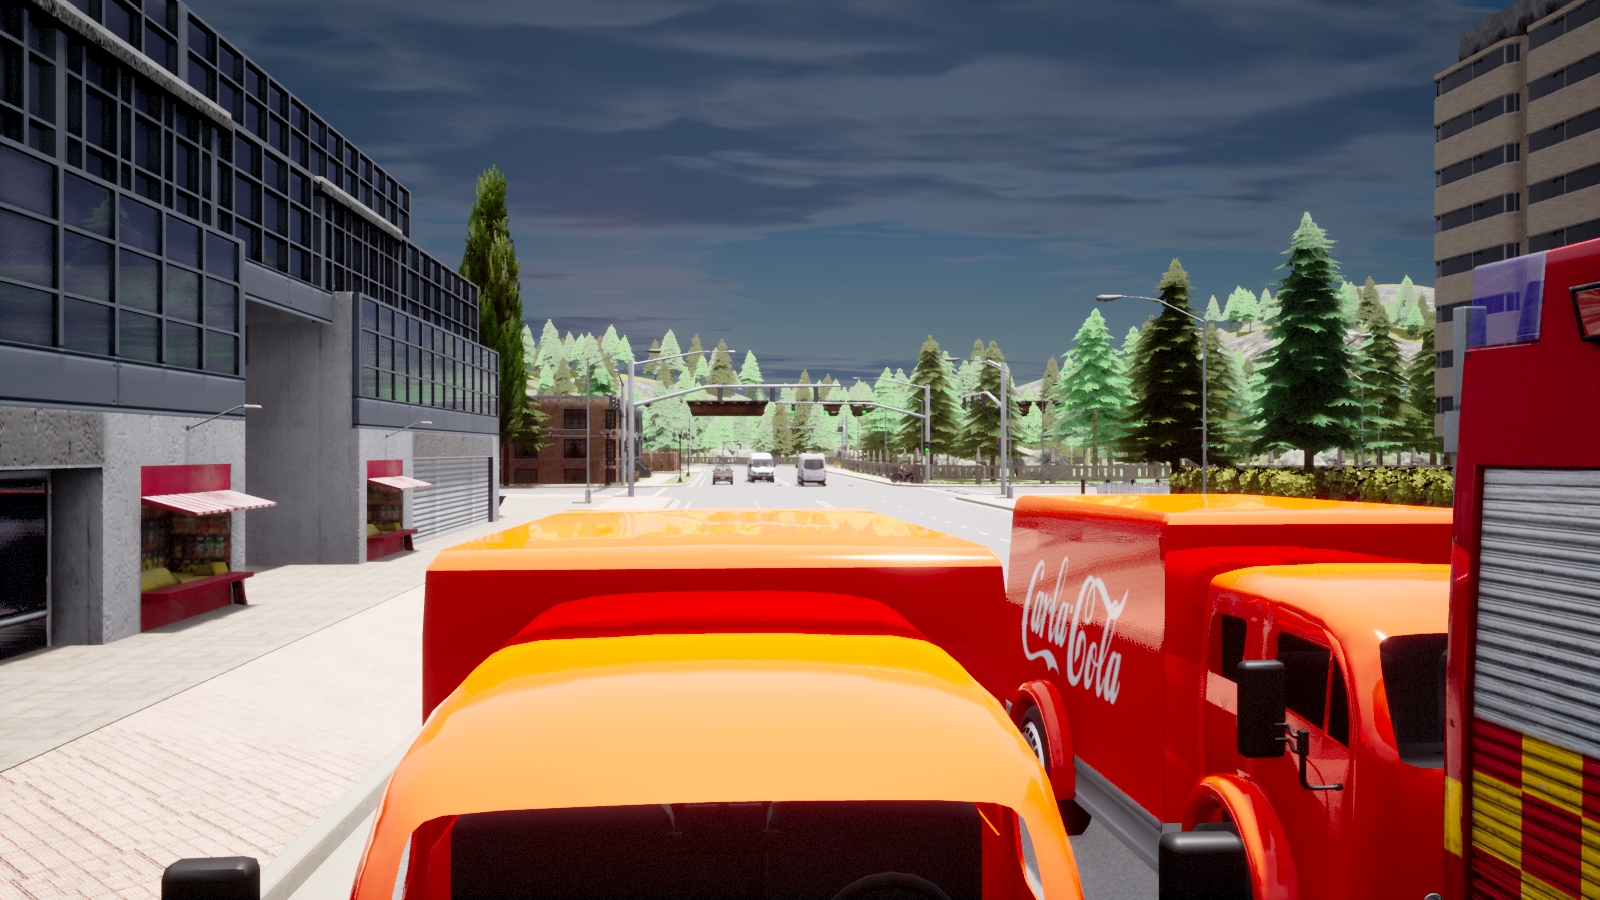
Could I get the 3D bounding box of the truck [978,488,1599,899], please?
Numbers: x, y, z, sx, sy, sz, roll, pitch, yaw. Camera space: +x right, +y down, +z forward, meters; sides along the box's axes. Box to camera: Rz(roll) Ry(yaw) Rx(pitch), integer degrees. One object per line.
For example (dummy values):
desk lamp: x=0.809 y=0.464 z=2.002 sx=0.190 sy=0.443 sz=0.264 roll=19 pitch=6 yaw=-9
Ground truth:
truck: x=3.003 y=1.568 z=7.234 sx=2.627 sy=2.467 sz=5.204 roll=0 pitch=0 yaw=-4

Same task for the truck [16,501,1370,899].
truck: x=-0.347 y=1.568 z=4.821 sx=2.627 sy=2.467 sz=5.204 roll=0 pitch=0 yaw=-4
